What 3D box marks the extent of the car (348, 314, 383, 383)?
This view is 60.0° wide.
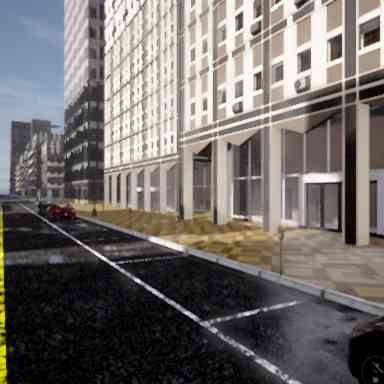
[{"bbox_3d":[3.395,1.566,2.477,1.947,1.339,4.313,0,0,-30],"label":"car"}]

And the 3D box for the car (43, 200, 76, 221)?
[{"bbox_3d":[-10.602,1.553,27.007,1.887,1.381,4.507,0,0,-30],"label":"car"}]

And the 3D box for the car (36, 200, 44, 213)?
[{"bbox_3d":[-16.201,1.564,36.819,2.008,1.369,4.403,0,0,-30],"label":"car"}]
